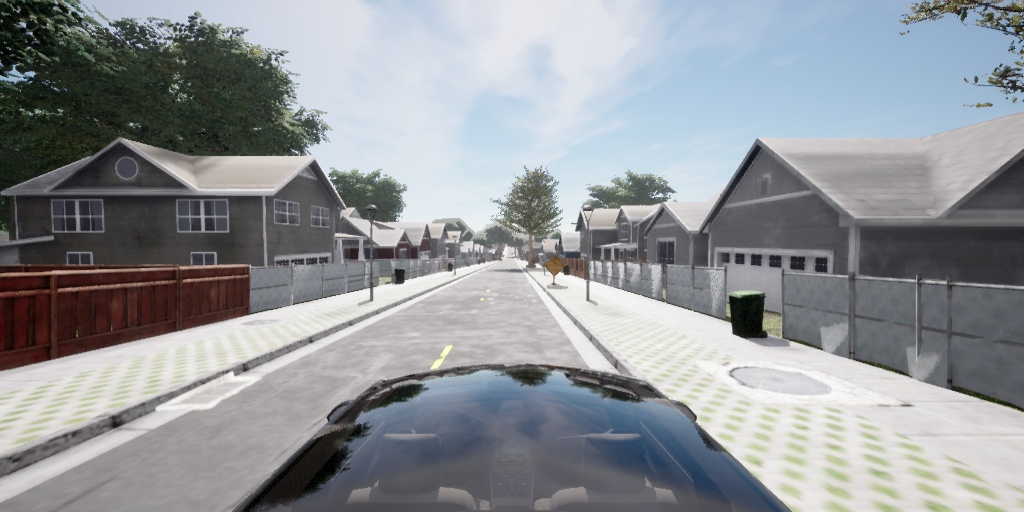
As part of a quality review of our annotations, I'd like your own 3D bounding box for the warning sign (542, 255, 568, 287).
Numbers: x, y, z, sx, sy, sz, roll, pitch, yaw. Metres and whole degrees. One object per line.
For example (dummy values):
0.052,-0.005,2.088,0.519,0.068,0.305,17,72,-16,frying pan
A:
2.518,0.869,21.630,1.300,1.860,1.060,0,0,0,warning sign
